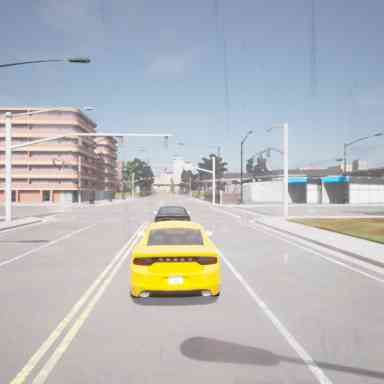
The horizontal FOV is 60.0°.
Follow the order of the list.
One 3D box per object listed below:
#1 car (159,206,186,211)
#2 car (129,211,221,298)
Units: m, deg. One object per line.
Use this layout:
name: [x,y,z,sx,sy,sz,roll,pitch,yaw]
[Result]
car: [-1.068,1.478,18.154,1.882,1.535,5.008,0,0,-4]
car: [-0.437,1.478,8.594,1.882,1.535,5.008,0,0,-3]
